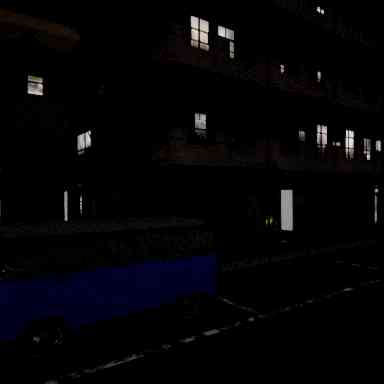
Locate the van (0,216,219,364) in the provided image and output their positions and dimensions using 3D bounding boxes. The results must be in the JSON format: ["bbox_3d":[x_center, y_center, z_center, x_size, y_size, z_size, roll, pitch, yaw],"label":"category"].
[{"bbox_3d":[-1.424,1.341,5.554,3.998,1.788,1.690,0,0,-36],"label":"van"}]
